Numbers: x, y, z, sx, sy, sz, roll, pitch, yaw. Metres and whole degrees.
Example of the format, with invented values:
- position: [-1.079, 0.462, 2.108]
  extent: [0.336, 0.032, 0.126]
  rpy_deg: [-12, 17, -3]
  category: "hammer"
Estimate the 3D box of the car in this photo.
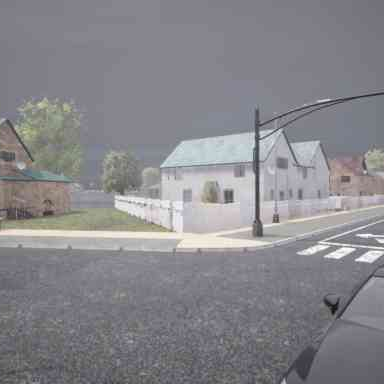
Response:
- position: [2.561, 1.524, 3.463]
  extent: [1.812, 1.442, 4.674]
  rpy_deg: [0, 0, 42]
  category: "car"
